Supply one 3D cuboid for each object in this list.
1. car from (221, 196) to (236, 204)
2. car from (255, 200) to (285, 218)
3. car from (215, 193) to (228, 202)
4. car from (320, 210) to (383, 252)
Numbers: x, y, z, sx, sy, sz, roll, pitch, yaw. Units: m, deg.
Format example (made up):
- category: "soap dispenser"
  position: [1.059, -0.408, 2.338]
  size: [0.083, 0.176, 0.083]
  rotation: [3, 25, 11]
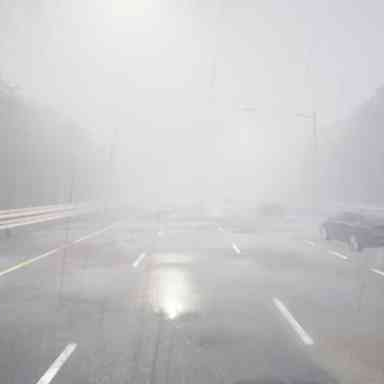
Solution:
- category: "car"
  position: [6.997, 1.555, 62.132]
  size: [1.812, 1.442, 4.674]
  rotation: [0, 0, 0]
- category: "car"
  position: [6.988, 1.499, 30.142]
  size: [1.882, 1.535, 5.008]
  rotation: [0, 0, 0]
- category: "car"
  position: [7.035, 1.571, 77.261]
  size: [1.812, 1.442, 4.674]
  rotation: [0, 0, 0]
- category: "car"
  position: [6.994, 1.507, 13.880]
  size: [1.837, 1.490, 4.892]
  rotation: [0, 0, 0]
